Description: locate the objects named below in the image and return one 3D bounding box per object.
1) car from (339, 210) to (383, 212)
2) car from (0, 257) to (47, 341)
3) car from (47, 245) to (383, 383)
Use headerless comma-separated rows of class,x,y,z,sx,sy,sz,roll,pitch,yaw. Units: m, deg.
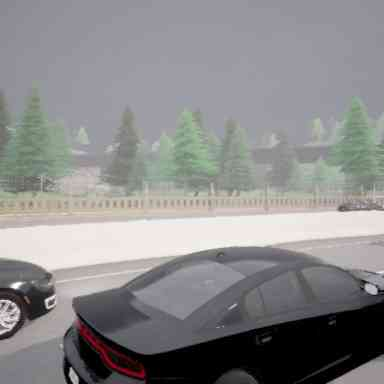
car,15.658,1.427,30.952,4.181,1.385,1.994,0,0,-19
car,-4.526,1.444,4.709,4.892,1.490,1.837,0,0,-36
car,1.029,1.450,4.297,5.008,1.535,1.882,0,0,-34
